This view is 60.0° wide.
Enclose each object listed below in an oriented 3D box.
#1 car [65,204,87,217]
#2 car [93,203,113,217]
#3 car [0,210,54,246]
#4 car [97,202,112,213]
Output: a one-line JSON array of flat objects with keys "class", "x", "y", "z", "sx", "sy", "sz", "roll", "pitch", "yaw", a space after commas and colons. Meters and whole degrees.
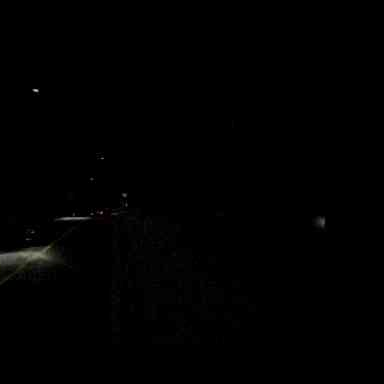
[{"class": "car", "x": -12.957, "y": 2.021, "z": 37.392, "sx": 2.033, "sy": 1.411, "sz": 5.357, "roll": 0, "pitch": -1, "yaw": -12}, {"class": "car", "x": -10.013, "y": 1.954, "z": 37.264, "sx": 1.837, "sy": 1.490, "sz": 4.892, "roll": 0, "pitch": -1, "yaw": -12}, {"class": "car", "x": -8.372, "y": 1.704, "z": 16.951, "sx": 1.882, "sy": 1.535, "sz": 5.008, "roll": 0, "pitch": 0, "yaw": -12}, {"class": "car", "x": -12.383, "y": 2.180, "z": 47.461, "sx": 1.895, "sy": 1.301, "sz": 4.718, "roll": 0, "pitch": -1, "yaw": -13}]
